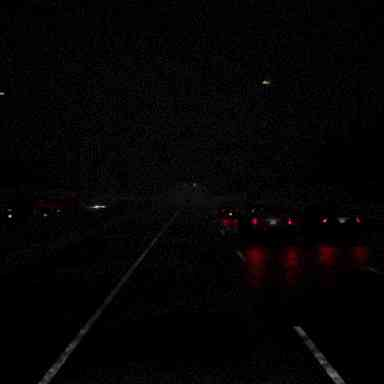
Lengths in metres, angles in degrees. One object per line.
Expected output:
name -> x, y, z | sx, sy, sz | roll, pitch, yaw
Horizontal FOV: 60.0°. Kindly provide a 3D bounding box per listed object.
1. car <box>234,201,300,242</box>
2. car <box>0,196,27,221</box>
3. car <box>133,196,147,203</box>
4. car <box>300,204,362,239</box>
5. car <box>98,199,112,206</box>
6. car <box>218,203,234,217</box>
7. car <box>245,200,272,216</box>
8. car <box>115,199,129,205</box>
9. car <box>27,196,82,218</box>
car -> 3.595, 1.398, 16.862 | 2.097, 1.767, 4.553 | 0, 0, 0
car -> -14.102, 1.336, 26.630 | 2.150, 2.045, 5.566 | 0, 0, 0
car -> -10.506, 1.734, 67.279 | 2.150, 2.045, 5.566 | 0, -1, 0
car -> 7.095, 1.406, 17.831 | 2.097, 1.767, 4.553 | 0, 0, 0
car -> -17.505, 2.098, 66.838 | 1.895, 1.301, 4.718 | 0, -1, 0
car -> 3.596, 1.766, 33.175 | 1.895, 1.301, 4.718 | 0, 0, 0
car -> 7.086, 1.665, 35.983 | 1.882, 1.535, 5.008 | 0, 0, 0
car -> -14.005, 2.045, 66.880 | 2.033, 1.411, 5.357 | 0, -1, 0
car -> -10.601, 1.336, 26.679 | 2.150, 2.045, 5.566 | 0, 0, 0
